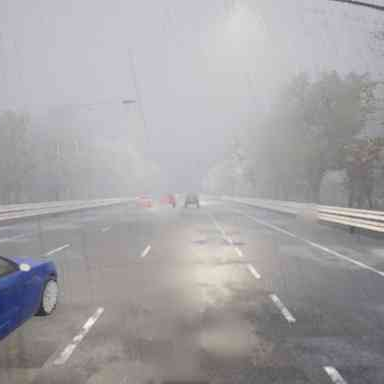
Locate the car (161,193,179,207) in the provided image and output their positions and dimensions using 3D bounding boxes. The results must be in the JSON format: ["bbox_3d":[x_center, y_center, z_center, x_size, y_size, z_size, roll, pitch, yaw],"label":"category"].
[{"bbox_3d":[-3.501,1.240,50.391,2.150,2.045,5.566,0,0,0],"label":"car"}]

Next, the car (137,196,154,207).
[{"bbox_3d":[-7.001,1.369,50.317,2.097,1.767,4.553,0,0,0],"label":"car"}]

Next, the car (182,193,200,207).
[{"bbox_3d":[-0.001,1.240,50.330,2.150,2.045,5.566,0,0,0],"label":"car"}]

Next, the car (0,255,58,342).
[{"bbox_3d":[-3.503,1.479,4.452,1.882,1.535,5.008,0,0,0],"label":"car"}]

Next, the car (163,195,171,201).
[{"bbox_3d":[-6.999,1.535,92.151,1.882,1.535,5.008,0,0,0],"label":"car"}]
